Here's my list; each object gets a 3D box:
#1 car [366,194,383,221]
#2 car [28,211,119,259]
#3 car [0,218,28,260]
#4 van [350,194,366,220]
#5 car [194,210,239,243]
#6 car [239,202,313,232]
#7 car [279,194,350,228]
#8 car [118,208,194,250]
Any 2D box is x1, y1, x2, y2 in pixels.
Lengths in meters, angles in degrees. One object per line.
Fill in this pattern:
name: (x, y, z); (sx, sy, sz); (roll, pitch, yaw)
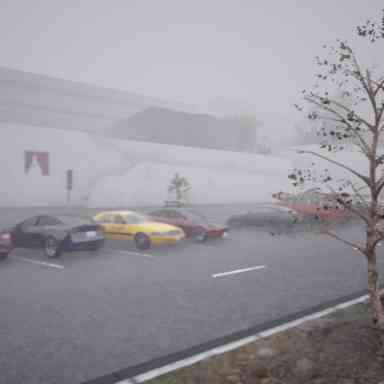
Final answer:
car: (11.681, 1.169, 24.899); (5.566, 2.045, 2.435); (-1, -1, 35)
car: (-5.386, 1.533, 12.800); (4.792, 1.488, 2.163); (-1, -1, 35)
car: (-7.788, 1.535, 11.050); (4.674, 1.452, 2.002); (-1, -1, 35)
van: (9.324, 1.214, 23.118); (4.442, 1.987, 1.878); (-1, -1, 35)
car: (-0.470, 1.528, 16.236); (4.792, 1.488, 2.163); (-1, -1, 35)
car: (4.368, 1.517, 19.712); (4.674, 1.452, 2.002); (-1, 0, 35)
car: (6.767, 1.211, 21.462); (5.566, 2.045, 2.435); (-1, 0, 35)
car: (-2.771, 1.497, 14.420); (5.366, 1.575, 1.946); (-1, -1, 35)
